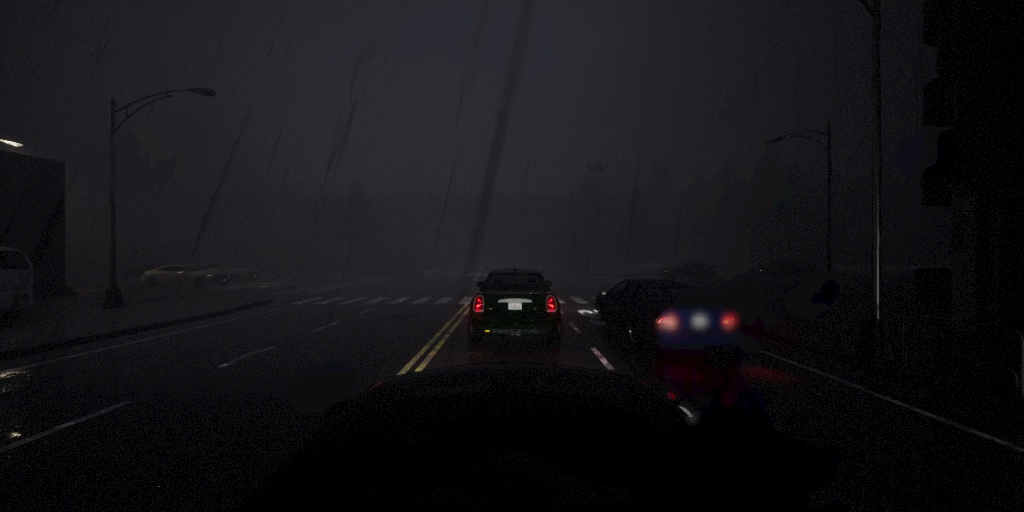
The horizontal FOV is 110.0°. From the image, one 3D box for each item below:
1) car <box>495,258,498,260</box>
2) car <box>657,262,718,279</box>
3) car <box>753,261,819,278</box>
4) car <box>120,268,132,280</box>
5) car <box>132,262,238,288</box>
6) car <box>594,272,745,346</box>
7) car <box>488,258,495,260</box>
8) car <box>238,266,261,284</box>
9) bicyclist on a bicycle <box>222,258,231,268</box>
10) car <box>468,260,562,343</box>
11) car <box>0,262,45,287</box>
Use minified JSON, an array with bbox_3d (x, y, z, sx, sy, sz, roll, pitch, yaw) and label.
[{"bbox_3d":[-3.550,1.252,61.643,1.837,1.490,4.892,0,0,0],"label":"car"},{"bbox_3d":[14.404,1.219,29.508,4.674,1.442,1.812,0,0,2],"label":"car"},{"bbox_3d":[24.512,1.197,32.252,4.892,1.490,1.837,0,0,10],"label":"car"},{"bbox_3d":[-29.287,1.218,29.523,4.674,1.442,1.812,0,0,0],"label":"car"},{"bbox_3d":[-20.233,1.219,22.329,4.674,1.442,1.812,0,0,0],"label":"car"},{"bbox_3d":[3.589,1.297,9.337,2.033,1.411,5.357,0,0,0],"label":"car"},{"bbox_3d":[-3.574,1.238,44.322,2.128,1.511,4.902,0,0,0],"label":"car"},{"bbox_3d":[-20.790,1.219,25.833,4.674,1.442,1.812,0,0,0],"label":"car"},{"bbox_3d":[-29.416,0.993,36.802,0.582,1.620,1.656,0,0,0],"label":"bicyclist on a bicycle"},{"bbox_3d":[0.062,1.102,9.822,2.097,1.767,4.553,0,0,0],"label":"car"},{"bbox_3d":[-36.645,1.294,25.809,4.718,1.301,1.895,0,0,0],"label":"car"}]
